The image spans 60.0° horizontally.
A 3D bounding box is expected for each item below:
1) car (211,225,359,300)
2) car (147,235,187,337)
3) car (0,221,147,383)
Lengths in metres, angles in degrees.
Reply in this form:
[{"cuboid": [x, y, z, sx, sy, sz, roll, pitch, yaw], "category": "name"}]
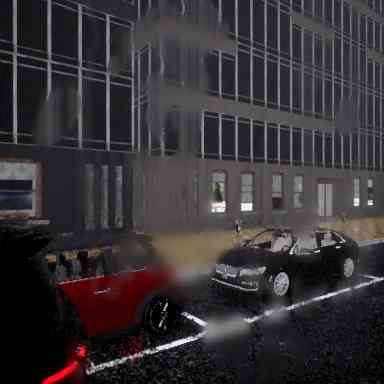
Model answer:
[{"cuboid": [2.467, 1.550, 8.321, 4.403, 1.369, 2.008, 0, 0, -36], "category": "car"}, {"cuboid": [-2.166, 1.440, 5.016, 4.097, 1.590, 1.967, 0, 0, -36], "category": "car"}, {"cuboid": [-3.157, 1.221, 1.125, 5.566, 2.045, 2.150, 0, 0, -36], "category": "car"}]
